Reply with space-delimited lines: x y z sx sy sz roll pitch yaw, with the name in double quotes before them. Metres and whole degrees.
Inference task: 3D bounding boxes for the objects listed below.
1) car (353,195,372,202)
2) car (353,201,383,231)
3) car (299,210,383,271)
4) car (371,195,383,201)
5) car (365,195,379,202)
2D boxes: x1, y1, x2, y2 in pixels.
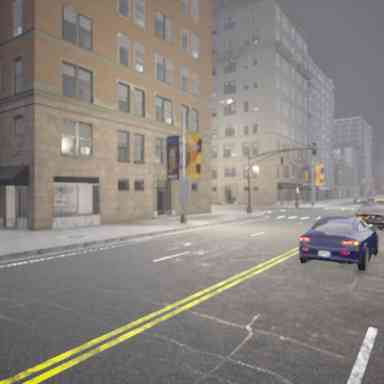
"car" 29.192 1.380 57.566 2.128 1.511 4.902 0 0 35
"car" 10.212 1.465 18.553 1.837 1.490 4.892 0 0 35
"car" 4.894 1.504 10.886 1.812 1.442 4.674 0 0 35
"car" 31.856 1.361 55.708 1.882 1.535 5.008 0 0 35
"car" 38.072 1.393 70.301 2.033 1.411 5.357 0 0 35
